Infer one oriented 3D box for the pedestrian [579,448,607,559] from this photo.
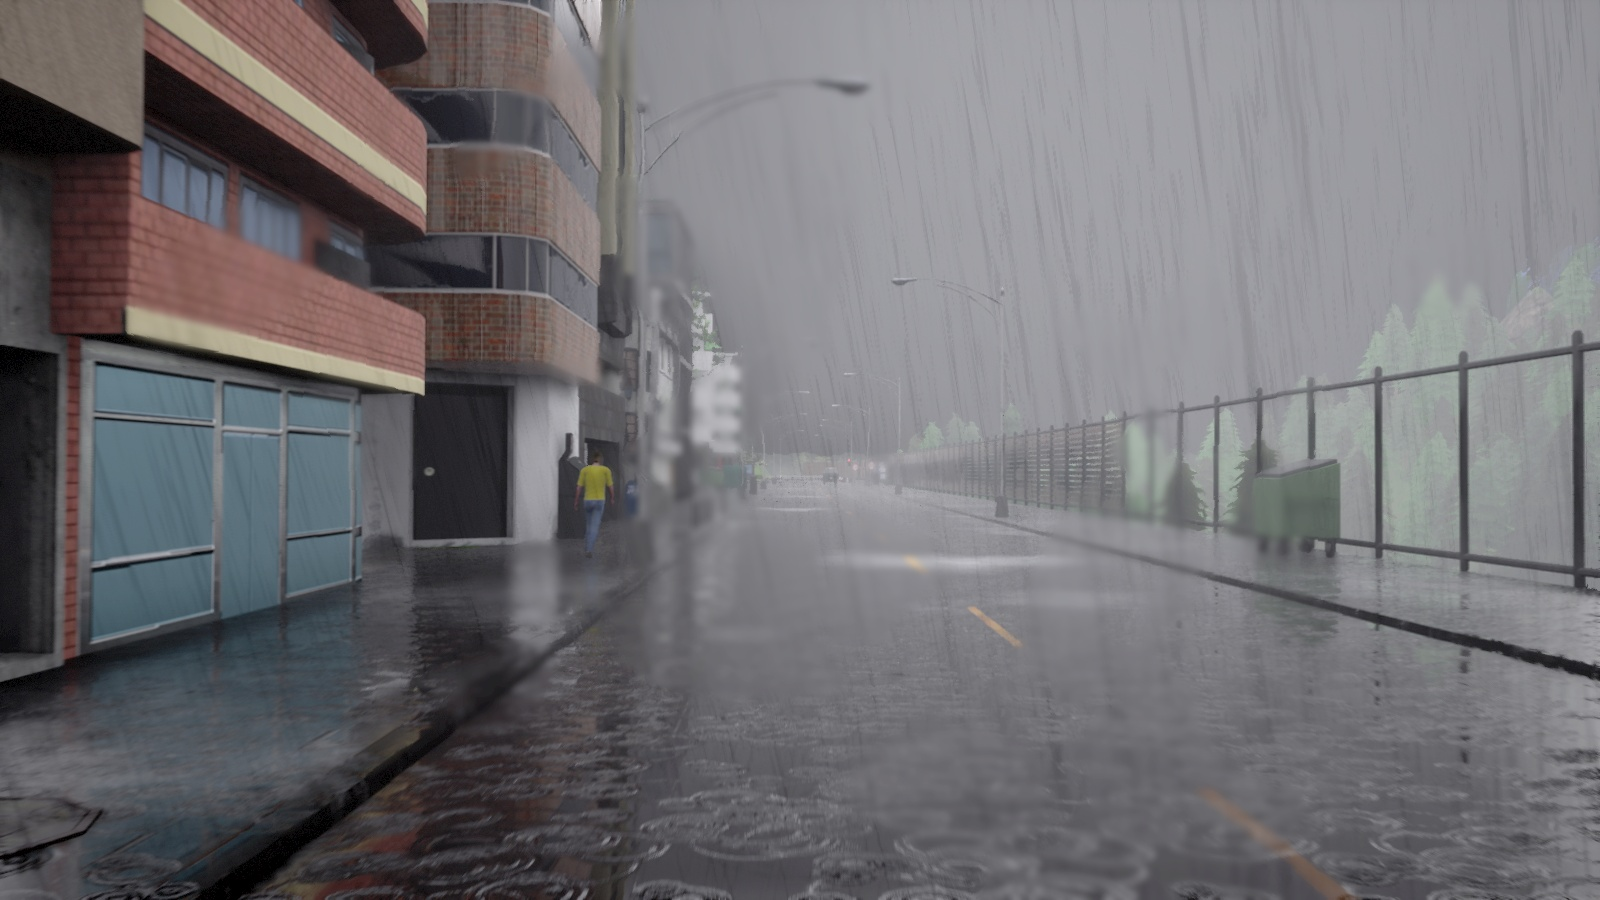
[{"bbox_3d":[-3.469,0.890,21.057,0.354,1.836,0.706,0,-1,0],"label":"pedestrian"}]
